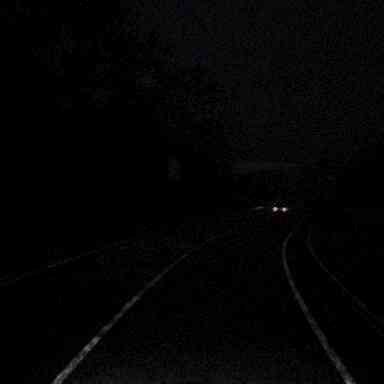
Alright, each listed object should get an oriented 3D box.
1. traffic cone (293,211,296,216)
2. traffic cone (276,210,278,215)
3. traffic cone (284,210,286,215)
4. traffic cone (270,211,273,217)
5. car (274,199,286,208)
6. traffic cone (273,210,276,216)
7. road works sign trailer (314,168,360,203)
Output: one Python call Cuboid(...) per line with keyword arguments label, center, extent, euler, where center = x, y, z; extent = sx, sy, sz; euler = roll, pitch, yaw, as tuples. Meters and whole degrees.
Cuboid(label="traffic cone", center=(11.680, 2.418, 37.927), extent=(0.340, 0.580, 0.340), euler=(2, 0, 22))
Cuboid(label="traffic cone", center=(9.098, 2.332, 36.806), extent=(0.340, 0.580, 0.340), euler=(2, 0, 22))
Cuboid(label="traffic cone", center=(10.758, 2.386, 38.293), extent=(0.340, 0.580, 0.340), euler=(2, 0, 21))
Cuboid(label="traffic cone", center=(7.629, 2.286, 33.086), extent=(0.340, 0.580, 0.340), euler=(2, 0, 22))
Cuboid(label="car", center=(16.285, 2.085, 61.387), extent=(1.882, 1.535, 5.008), euler=(2, 0, 19))
Cuboid(label="traffic cone", center=(8.363, 2.309, 34.946), extent=(0.340, 0.580, 0.340), euler=(2, 0, 22))
Cuboid(label="road works sign trailer", center=(13.050, -0.921, 29.773), extent=(3.560, 2.380, 2.880), euler=(-9, 32, -8))
